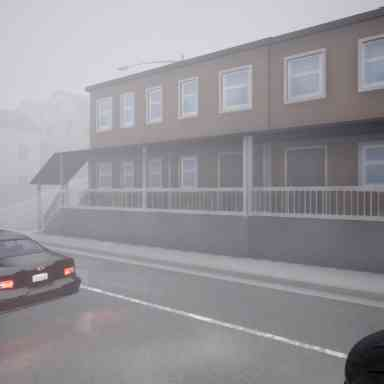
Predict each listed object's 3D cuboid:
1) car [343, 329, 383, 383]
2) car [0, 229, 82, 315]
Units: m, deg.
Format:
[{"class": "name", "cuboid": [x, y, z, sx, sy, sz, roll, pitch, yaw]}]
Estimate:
[{"class": "car", "cuboid": [3.417, 1.478, 1.551, 5.008, 1.535, 1.882, 0, 0, 35]}, {"class": "car", "cuboid": [-4.709, 1.547, 7.320, 5.357, 1.411, 2.033, 0, 0, 36]}]
